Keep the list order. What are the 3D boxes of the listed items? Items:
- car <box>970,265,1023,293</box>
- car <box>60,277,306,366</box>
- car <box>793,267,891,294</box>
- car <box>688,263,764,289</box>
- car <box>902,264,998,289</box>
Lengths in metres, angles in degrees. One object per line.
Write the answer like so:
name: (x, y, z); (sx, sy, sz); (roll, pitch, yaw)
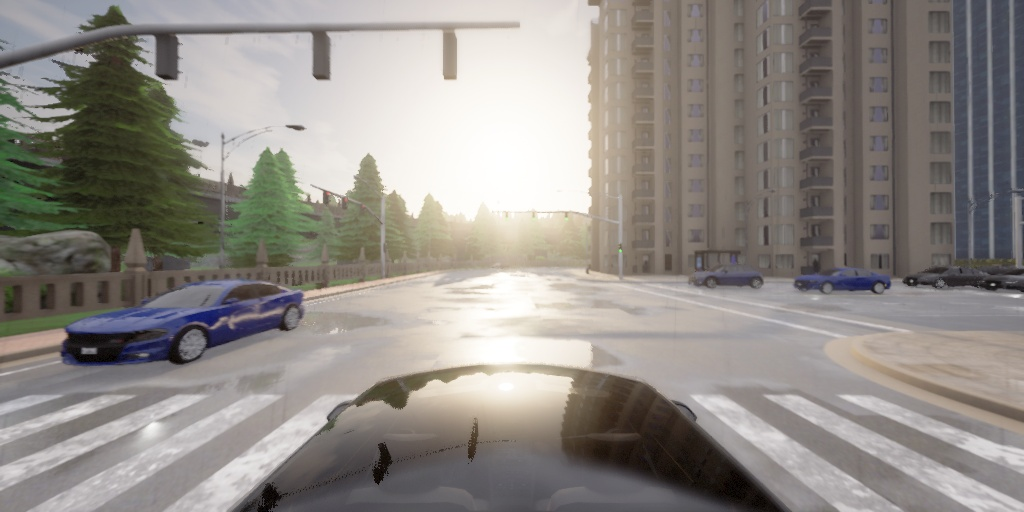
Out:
car: (31.843, 1.488, 21.963); (4.892, 1.490, 1.837); (0, -1, 0)
car: (-6.983, 1.313, 8.432); (1.882, 1.535, 5.008); (0, 0, 0)
car: (19.974, 1.461, 21.825); (5.008, 1.535, 1.882); (0, -1, -1)
car: (14.980, 1.366, 25.314); (4.553, 1.767, 2.097); (0, -1, 1)
car: (30.755, 1.520, 25.453); (4.892, 1.490, 1.837); (0, -1, -1)
